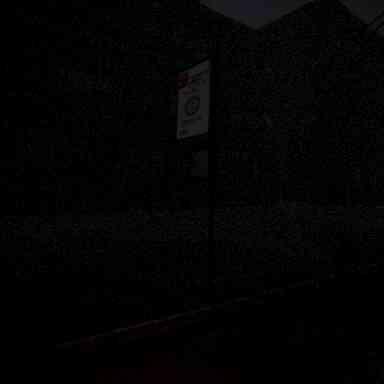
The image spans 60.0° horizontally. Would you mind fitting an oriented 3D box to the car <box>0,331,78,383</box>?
[{"bbox_3d":[-2.870,1.600,1.342,4.718,1.301,1.895,0,0,-35],"label":"car"}]
